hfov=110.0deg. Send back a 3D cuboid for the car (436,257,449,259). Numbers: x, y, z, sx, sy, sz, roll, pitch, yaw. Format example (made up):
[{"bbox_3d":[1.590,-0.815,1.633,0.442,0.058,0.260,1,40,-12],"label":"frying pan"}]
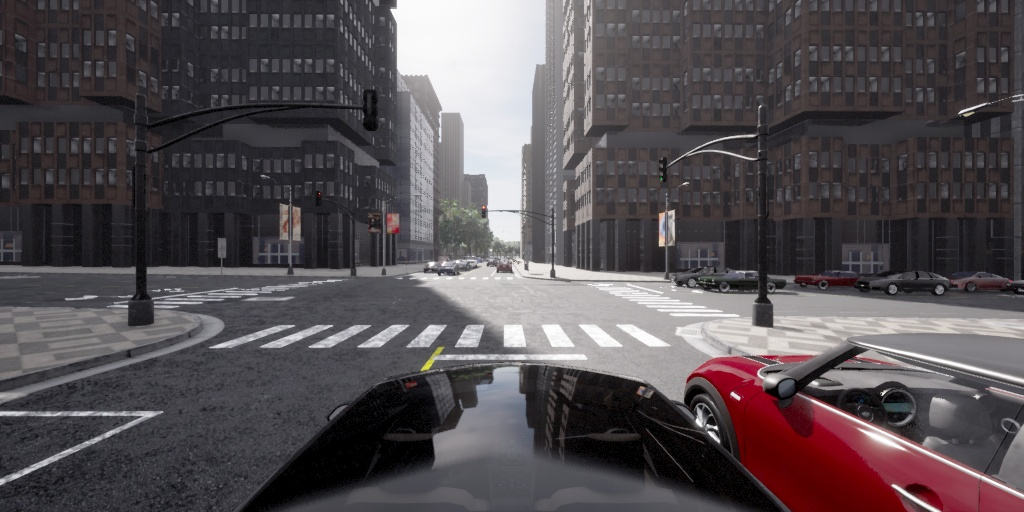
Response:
[{"bbox_3d":[-9.506,1.082,48.838,2.192,1.841,5.009,0,0,-1],"label":"car"}]

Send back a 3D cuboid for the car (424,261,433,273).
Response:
[{"bbox_3d":[-9.431,1.321,43.412,1.948,1.339,4.313,0,0,-1],"label":"car"}]

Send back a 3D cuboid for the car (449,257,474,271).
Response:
[{"bbox_3d":[-6.834,1.258,48.587,2.128,1.511,4.902,0,0,-1],"label":"car"}]

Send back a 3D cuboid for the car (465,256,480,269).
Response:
[{"bbox_3d":[-6.965,1.012,59.219,2.150,2.045,5.566,0,0,0],"label":"car"}]

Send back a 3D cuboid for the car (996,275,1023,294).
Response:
[{"bbox_3d":[34.740,1.825,22.599,5.357,1.411,2.033,1,0,-1],"label":"car"}]

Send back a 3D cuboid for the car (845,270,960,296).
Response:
[{"bbox_3d":[24.359,1.631,22.472,4.892,1.490,1.837,1,0,-1],"label":"car"}]

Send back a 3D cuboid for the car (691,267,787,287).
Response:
[{"bbox_3d":[14.159,1.579,22.340,4.718,1.301,1.895,1,0,-3],"label":"car"}]

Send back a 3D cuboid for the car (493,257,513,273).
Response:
[{"bbox_3d":[-0.907,1.195,43.526,1.967,1.591,4.097,0,0,-1],"label":"car"}]

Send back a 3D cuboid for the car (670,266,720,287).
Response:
[{"bbox_3d":[13.853,1.475,25.586,4.892,1.490,1.837,1,0,-1],"label":"car"}]

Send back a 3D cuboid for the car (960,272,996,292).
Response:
[{"bbox_3d":[33.038,1.813,25.824,4.181,1.385,1.994,1,0,-1],"label":"car"}]

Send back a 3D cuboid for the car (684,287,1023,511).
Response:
[{"bbox_3d":[2.761,1.190,2.160,1.967,1.591,4.097,0,0,0],"label":"car"}]

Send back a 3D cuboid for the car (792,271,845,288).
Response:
[{"bbox_3d":[23.072,1.704,25.690,4.718,1.301,1.895,1,0,-1],"label":"car"}]

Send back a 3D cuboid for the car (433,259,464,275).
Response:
[{"bbox_3d":[-6.686,1.292,38.321,2.033,1.411,5.357,0,0,-1],"label":"car"}]
